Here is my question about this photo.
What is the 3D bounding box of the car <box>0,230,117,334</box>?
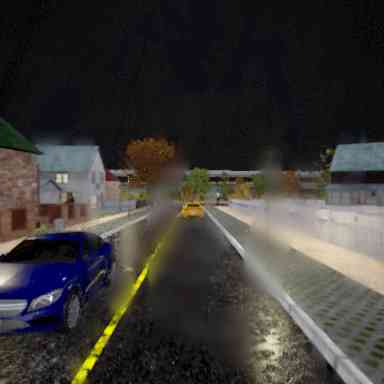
[{"bbox_3d":[-2.846,1.588,7.026,1.812,1.442,4.674,0,-1,0],"label":"car"}]

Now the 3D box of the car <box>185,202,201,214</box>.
[{"bbox_3d":[0.126,1.996,42.841,1.895,1.301,4.718,0,-1,0],"label":"car"}]

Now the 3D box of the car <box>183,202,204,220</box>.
[{"bbox_3d":[0.118,1.762,31.620,1.882,1.535,5.008,0,-1,0],"label":"car"}]
